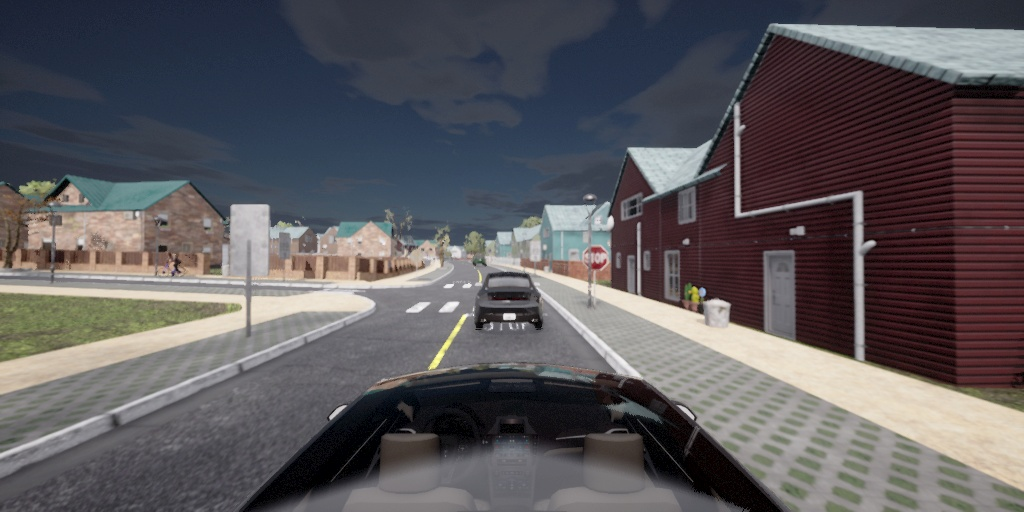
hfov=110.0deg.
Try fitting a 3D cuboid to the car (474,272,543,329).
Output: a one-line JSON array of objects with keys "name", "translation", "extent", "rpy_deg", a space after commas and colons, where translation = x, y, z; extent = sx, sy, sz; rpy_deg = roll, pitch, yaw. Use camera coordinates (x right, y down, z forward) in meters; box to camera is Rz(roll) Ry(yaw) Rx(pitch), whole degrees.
[{"name": "car", "translation": [-0.125, 1.232, 11.178], "extent": [1.837, 1.490, 4.892], "rpy_deg": [0, 0, -1]}]

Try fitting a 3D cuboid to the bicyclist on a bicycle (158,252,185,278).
[{"name": "bicyclist on a bicycle", "translation": [-21.876, 0.583, 23.075], "extent": [0.582, 1.620, 1.656], "rpy_deg": [1, 0, 8]}]
